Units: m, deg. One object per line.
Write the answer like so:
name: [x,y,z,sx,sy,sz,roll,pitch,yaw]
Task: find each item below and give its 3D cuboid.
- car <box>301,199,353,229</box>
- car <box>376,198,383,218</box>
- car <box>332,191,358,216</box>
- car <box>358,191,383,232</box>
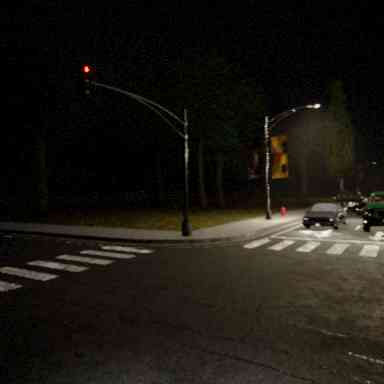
car: [8.197,1.363,20.241,2.033,1.411,5.357,-1,0,32]
car: [15.685,1.223,26.006,1.994,1.385,4.181,-1,0,33]
car: [13.622,0.932,28.855,2.150,2.045,5.566,-1,0,32]
car: [10.650,0.981,18.050,2.150,2.045,5.566,-1,0,32]
